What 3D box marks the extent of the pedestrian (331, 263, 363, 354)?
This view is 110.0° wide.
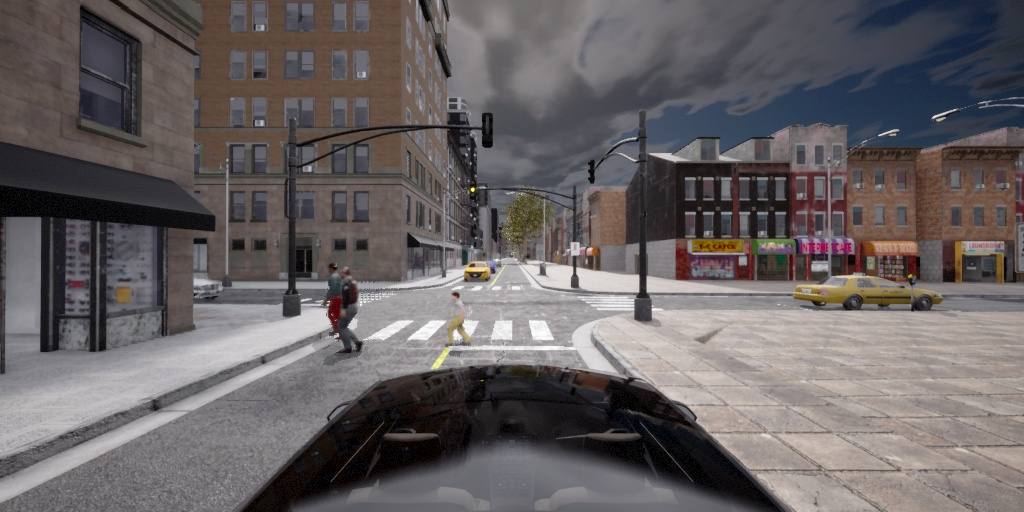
[{"bbox_3d":[-3.344,1.044,7.307,0.375,1.860,0.375,0,0,0],"label":"pedestrian"}]

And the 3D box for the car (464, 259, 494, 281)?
[{"bbox_3d":[-2.848,1.213,30.167,1.882,1.535,5.008,0,0,0],"label":"car"}]

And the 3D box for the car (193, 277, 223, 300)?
[{"bbox_3d":[-14.807,1.194,14.914,4.674,1.442,1.812,1,0,-1],"label":"car"}]

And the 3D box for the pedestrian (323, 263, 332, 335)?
[{"bbox_3d":[-4.187,1.044,8.514,0.375,1.860,0.375,0,0,0],"label":"pedestrian"}]

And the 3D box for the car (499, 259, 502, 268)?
[{"bbox_3d":[-2.798,1.216,61.344,2.128,1.511,4.902,0,0,0],"label":"car"}]

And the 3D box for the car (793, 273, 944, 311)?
[{"bbox_3d":[13.882,1.345,14.077,4.829,1.417,1.751,0,0,0],"label":"car"}]

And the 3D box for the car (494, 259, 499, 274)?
[{"bbox_3d":[-2.857,1.206,41.380,1.882,1.535,5.008,0,0,0],"label":"car"}]

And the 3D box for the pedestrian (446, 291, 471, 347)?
[{"bbox_3d":[-1.173,1.324,7.905,0.375,1.300,0.375,0,0,0],"label":"pedestrian"}]
